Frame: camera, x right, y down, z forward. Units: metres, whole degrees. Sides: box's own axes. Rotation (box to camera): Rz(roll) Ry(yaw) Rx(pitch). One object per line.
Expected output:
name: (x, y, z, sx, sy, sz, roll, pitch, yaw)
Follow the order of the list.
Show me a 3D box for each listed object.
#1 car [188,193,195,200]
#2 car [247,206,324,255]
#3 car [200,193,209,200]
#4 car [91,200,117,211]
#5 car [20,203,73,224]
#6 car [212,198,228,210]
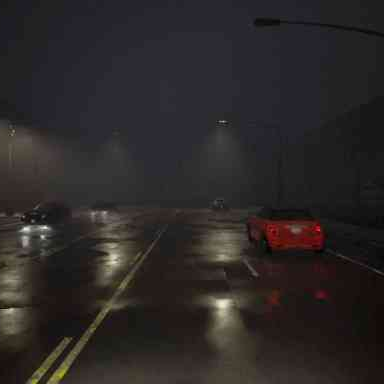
car: (-0.198, 1.248, 86.320, 2.033, 1.411, 5.357, 0, 1, 0)
car: (3.569, 1.351, 13.522, 2.097, 1.767, 4.553, 0, 0, 0)
car: (3.303, 1.222, 85.804, 1.837, 1.490, 4.892, 0, 1, 0)
car: (-10.838, 1.600, 41.222, 1.895, 1.301, 4.718, 0, 0, 5)
car: (-10.656, 1.547, 24.916, 2.033, 1.411, 5.357, 0, 0, 0)
car: (3.507, 1.525, 41.855, 1.812, 1.442, 4.674, 0, 0, 0)
